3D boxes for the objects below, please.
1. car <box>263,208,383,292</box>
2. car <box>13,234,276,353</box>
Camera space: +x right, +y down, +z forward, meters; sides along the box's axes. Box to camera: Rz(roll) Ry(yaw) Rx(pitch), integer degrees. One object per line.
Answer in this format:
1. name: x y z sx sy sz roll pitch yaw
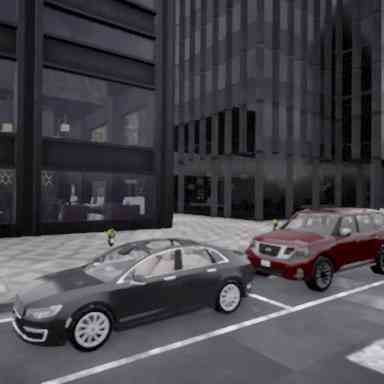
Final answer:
1. car: 3.794 1.394 9.344 5.009 1.841 2.192 1 0 -35
2. car: -0.777 1.576 6.089 4.403 1.369 2.008 1 0 -35
